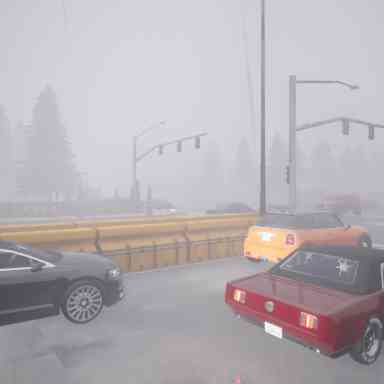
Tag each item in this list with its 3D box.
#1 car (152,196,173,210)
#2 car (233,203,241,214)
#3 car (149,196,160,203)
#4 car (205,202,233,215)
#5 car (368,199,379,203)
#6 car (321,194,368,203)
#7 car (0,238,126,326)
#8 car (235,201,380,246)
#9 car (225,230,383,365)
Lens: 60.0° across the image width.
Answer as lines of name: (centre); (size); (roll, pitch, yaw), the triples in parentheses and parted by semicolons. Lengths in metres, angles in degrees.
car: (-4.253, 1.564, 43.979); (1.994, 1.385, 4.181); (0, 0, -36)
car: (4.997, 1.525, 20.473); (4.674, 1.442, 1.812); (0, 0, -36)
car: (-7.820, 1.503, 70.090); (1.812, 1.442, 4.674); (0, 0, -2)
car: (3.162, 1.564, 27.766); (4.181, 1.385, 1.994); (0, 0, -36)
car: (20.827, 1.548, 40.906); (5.357, 1.411, 2.033); (0, 0, -28)
car: (13.580, 1.221, 30.912); (5.566, 2.045, 2.150); (0, 0, -35)
car: (-3.543, 1.492, 5.511); (4.902, 1.511, 2.128); (0, 0, -36)
car: (3.870, 1.352, 10.817); (4.553, 1.767, 2.097); (0, 0, -36)
car: (2.922, 1.601, 5.837); (4.718, 1.301, 1.895); (0, 0, -36)
